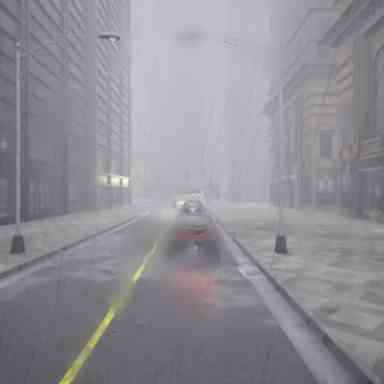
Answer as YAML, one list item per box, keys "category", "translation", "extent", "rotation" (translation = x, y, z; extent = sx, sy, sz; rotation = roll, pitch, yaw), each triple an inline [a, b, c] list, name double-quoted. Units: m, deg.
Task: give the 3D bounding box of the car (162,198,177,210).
- category: "car"
  translation: [-3.078, 1.640, 45.598]
  extent: [2.128, 1.511, 4.902]
  rotation: [0, 0, 0]

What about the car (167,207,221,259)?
- category: "car"
  translation: [0.072, 1.550, 12.850]
  extent: [1.837, 1.490, 4.892]
  rotation: [0, 0, 0]

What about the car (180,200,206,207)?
- category: "car"
  translation: [0.075, 1.444, 27.619]
  extent: [2.097, 1.767, 4.553]
  rotation: [0, 0, 0]
